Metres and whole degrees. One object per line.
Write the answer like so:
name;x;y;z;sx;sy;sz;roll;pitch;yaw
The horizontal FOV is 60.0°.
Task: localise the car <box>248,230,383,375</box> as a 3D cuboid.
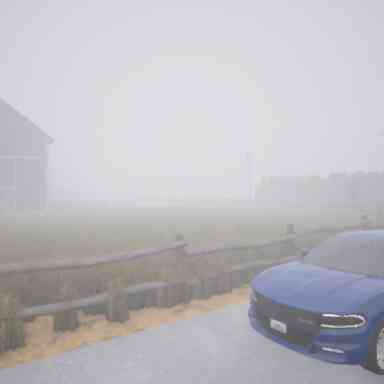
car;3.150;1.426;5.684;5.008;1.535;1.882;0;0;-35
